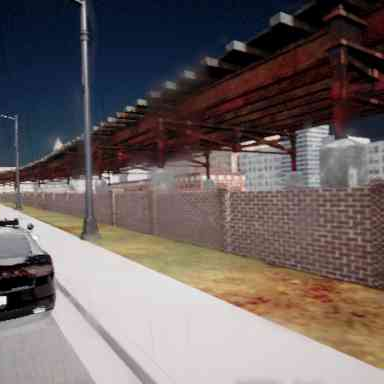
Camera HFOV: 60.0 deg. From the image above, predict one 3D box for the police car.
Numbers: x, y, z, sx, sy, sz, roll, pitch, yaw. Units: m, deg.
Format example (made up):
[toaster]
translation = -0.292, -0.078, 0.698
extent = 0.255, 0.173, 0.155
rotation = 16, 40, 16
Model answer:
[police car]
translation = -4.282, 1.395, 7.024
extent = 1.930, 1.638, 5.238
rotation = -2, 1, -33
